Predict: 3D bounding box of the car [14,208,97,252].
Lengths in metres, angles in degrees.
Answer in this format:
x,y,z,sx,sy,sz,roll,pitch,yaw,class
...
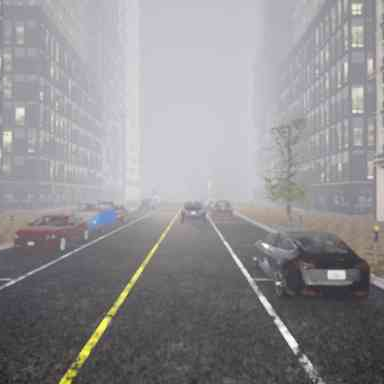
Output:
x,y,z,sx,sy,sz,roll,pitch,yaw,class
-5.686,1.575,13.985,1.887,1.381,4.507,0,0,0,car

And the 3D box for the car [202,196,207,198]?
x,y,z,sx,sy,sz,roll,pitch,yaw,class
2.697,1.616,48.292,1.752,1.417,4.829,0,0,0,car

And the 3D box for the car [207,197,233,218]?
x,y,z,sx,sy,sz,roll,pitch,yaw,class
2.697,1.502,31.046,1.967,1.590,4.097,0,0,0,car

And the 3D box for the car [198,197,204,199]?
x,y,z,sx,sy,sz,roll,pitch,yaw,class
0.103,1.644,41.665,1.994,1.385,4.181,0,0,0,car

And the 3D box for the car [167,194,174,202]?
x,y,z,sx,sy,sz,roll,pitch,yaw,class
-5.681,1.660,76.428,1.752,1.417,4.829,0,0,0,car

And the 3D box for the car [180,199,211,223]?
x,y,z,sx,sy,sz,roll,pitch,yaw,class
0.101,1.557,26.332,2.163,1.488,4.792,0,0,0,car

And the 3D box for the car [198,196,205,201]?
x,y,z,sx,sy,sz,roll,pitch,yaw,class
2.701,1.709,93.657,2.008,1.369,4.403,0,0,0,car

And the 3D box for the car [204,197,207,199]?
x,y,z,sx,sy,sz,roll,pitch,yaw,class
2.697,1.664,42.430,1.802,1.307,4.206,0,0,0,car

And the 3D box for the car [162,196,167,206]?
x,y,z,sx,sy,sz,roll,pitch,yaw,class
-5.683,1.666,53.830,1.947,1.339,4.313,0,0,0,car

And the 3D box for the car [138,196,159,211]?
x,y,z,sx,sy,sz,roll,pitch,yaw,class
-5.683,1.522,42.445,1.967,1.590,4.097,0,0,0,car

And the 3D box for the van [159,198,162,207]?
x,y,z,sx,sy,sz,roll,pitch,yaw,class
-5.682,1.432,48.139,1.690,1.788,3.998,0,0,0,van

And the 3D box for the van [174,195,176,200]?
x,y,z,sx,sy,sz,roll,pitch,yaw,class
-5.679,1.492,87.983,1.690,1.788,3.998,0,0,0,van

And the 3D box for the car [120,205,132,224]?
x,y,z,sx,sy,sz,roll,pitch,yaw,class
-5.685,1.634,25.369,1.802,1.307,4.206,0,0,0,car

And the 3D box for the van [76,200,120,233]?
x,y,z,sx,sy,sz,roll,pitch,yaw,class
-5.685,1.382,19.678,1.690,1.788,3.998,0,0,0,van

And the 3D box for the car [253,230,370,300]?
x,y,z,sx,sy,sz,roll,pitch,yaw,class
2.694,1.584,8.279,1.947,1.339,4.313,0,0,0,car
